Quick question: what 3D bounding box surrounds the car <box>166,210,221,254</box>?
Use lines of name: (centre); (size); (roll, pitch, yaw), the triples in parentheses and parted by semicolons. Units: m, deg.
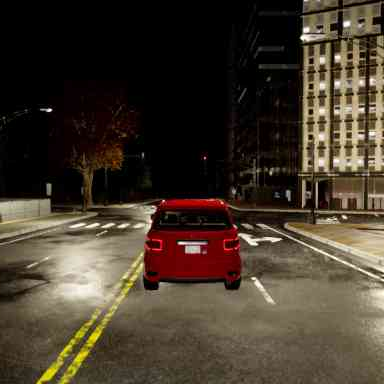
car: (0.066, 1.560, 14.127); (1.994, 1.385, 4.181); (0, 0, 0)

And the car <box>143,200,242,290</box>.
car: (-0.020, 1.218, 9.188); (2.150, 2.045, 5.566); (0, 0, -1)
